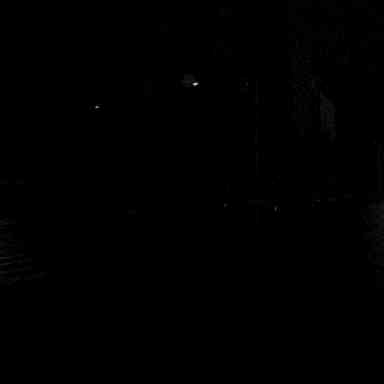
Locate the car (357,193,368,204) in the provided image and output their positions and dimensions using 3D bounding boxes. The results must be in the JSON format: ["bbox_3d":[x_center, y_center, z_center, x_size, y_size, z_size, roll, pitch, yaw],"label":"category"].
[{"bbox_3d":[26.909,1.118,54.613,2.192,1.841,5.009,0,0,35],"label":"car"}]

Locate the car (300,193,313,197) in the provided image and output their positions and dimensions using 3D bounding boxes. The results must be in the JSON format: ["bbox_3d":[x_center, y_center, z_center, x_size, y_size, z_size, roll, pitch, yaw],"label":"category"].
[{"bbox_3d":[19.908,1.416,59.475,1.887,1.381,4.507,0,0,35],"label":"car"}]

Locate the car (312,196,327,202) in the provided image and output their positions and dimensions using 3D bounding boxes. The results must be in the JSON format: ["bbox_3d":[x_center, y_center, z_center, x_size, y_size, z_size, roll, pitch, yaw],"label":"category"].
[{"bbox_3d":[26.334,1.419,68.746,1.947,1.339,4.313,0,0,35],"label":"car"}]

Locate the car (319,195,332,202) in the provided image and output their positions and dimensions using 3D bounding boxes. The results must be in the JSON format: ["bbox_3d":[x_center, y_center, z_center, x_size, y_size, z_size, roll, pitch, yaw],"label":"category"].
[{"bbox_3d":[29.545,1.428,73.380,1.802,1.307,4.206,0,0,35],"label":"car"}]

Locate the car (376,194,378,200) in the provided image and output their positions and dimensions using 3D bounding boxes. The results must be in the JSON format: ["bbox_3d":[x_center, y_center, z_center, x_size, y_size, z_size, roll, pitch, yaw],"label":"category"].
[{"bbox_3d":[36.643,1.303,68.656,1.752,1.417,4.829,-1,0,35],"label":"car"}]

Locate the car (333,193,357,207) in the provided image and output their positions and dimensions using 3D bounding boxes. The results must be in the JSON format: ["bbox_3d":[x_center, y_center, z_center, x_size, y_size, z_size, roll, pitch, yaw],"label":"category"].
[{"bbox_3d":[20.486,1.137,45.344,2.192,1.841,5.009,0,0,35],"label":"car"}]

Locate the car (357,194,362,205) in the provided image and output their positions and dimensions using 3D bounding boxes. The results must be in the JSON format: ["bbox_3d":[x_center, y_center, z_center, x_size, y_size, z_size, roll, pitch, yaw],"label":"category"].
[{"bbox_3d":[23.699,1.378,49.978,1.947,1.339,4.313,0,0,35],"label":"car"}]

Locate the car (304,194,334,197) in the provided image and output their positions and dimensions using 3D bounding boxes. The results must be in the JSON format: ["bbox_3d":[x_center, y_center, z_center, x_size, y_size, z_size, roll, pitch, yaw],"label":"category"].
[{"bbox_3d":[17.422,1.337,45.431,2.128,1.511,4.902,-1,0,35],"label":"car"}]

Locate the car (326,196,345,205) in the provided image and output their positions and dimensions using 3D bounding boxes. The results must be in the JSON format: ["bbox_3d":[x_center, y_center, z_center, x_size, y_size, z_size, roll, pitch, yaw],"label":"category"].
[{"bbox_3d":[23.280,1.354,53.887,1.812,1.442,4.674,-1,0,35],"label":"car"}]

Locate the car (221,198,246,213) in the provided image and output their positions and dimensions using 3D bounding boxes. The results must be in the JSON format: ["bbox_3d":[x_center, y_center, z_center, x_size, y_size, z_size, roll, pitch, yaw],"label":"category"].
[{"bbox_3d":[3.847,1.367,36.298,1.967,1.590,4.097,0,0,35],"label":"car"}]

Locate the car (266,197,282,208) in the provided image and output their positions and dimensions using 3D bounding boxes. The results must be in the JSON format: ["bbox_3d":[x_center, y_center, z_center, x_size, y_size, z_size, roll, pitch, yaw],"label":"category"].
[{"bbox_3d":[10.175,1.426,45.429,1.752,1.417,4.829,0,0,35],"label":"car"}]

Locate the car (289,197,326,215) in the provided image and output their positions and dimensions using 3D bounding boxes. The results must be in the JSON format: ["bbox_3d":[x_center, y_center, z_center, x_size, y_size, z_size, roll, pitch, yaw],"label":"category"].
[{"bbox_3d":[10.852,1.424,31.439,1.947,1.339,4.313,0,0,35],"label":"car"}]

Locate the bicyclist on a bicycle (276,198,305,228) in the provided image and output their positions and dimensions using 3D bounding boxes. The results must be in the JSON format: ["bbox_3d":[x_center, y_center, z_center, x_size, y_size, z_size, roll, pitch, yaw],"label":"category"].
[{"bbox_3d":[5.379,1.177,18.341,1.656,1.620,0.582,-1,0,35],"label":"bicyclist on a bicycle"}]

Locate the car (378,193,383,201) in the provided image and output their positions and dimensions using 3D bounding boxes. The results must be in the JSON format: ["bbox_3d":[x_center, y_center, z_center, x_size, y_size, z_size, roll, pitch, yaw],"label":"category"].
[{"bbox_3d":[42.969,1.359,77.786,1.802,1.307,4.206,-1,0,35],"label":"car"}]

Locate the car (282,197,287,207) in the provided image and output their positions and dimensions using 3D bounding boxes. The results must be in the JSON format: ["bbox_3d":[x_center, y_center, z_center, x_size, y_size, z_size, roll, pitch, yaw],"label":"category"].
[{"bbox_3d":[13.484,1.456,50.205,1.947,1.339,4.313,0,0,35],"label":"car"}]

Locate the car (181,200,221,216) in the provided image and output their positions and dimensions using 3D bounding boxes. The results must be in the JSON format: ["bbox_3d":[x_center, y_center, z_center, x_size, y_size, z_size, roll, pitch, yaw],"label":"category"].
[{"bbox_3d":[0.636,1.525,31.664,1.802,1.307,4.206,0,0,35],"label":"car"}]

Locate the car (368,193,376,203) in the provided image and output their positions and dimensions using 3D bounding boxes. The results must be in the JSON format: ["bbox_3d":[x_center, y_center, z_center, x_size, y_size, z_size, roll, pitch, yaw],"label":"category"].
[{"bbox_3d":[33.334,1.100,63.883,2.192,1.841,5.009,0,0,35],"label":"car"}]

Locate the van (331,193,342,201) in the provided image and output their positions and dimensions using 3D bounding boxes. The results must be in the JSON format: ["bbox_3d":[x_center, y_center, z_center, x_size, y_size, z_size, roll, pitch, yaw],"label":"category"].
[{"bbox_3d":[35.967,1.186,82.653,1.690,1.788,3.998,-1,0,35],"label":"van"}]

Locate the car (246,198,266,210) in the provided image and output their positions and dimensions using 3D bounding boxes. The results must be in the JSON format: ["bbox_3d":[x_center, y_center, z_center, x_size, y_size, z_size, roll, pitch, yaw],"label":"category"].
[{"bbox_3d":[7.060,1.495,40.934,1.802,1.307,4.206,0,0,35],"label":"car"}]

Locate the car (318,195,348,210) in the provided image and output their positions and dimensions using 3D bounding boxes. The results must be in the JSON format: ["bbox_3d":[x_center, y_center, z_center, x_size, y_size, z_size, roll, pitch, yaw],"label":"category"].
[{"bbox_3d":[17.275,1.377,40.709,1.887,1.381,4.507,0,0,35],"label":"car"}]
